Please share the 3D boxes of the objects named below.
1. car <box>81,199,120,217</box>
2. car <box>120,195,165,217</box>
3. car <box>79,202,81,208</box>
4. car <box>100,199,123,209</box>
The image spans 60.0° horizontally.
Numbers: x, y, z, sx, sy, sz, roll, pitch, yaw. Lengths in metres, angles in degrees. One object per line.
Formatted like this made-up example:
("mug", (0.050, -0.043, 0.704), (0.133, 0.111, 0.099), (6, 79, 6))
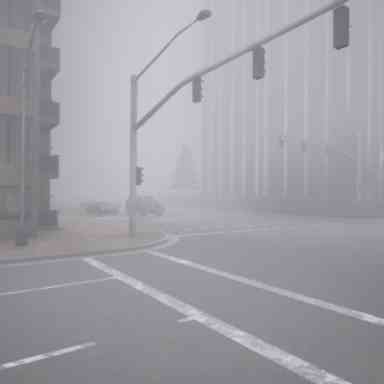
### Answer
("car", (-9.221, 1.675, 33.895), (2.033, 1.411, 5.357), (1, 0, -35))
("car", (-4.916, 1.386, 33.846), (2.150, 2.045, 5.566), (1, 0, -35))
("car", (-14.777, 1.767, 48.113), (2.033, 1.411, 5.357), (1, 0, -35))
("car", (-12.309, 1.769, 50.707), (1.994, 1.385, 4.181), (1, 0, -35))
